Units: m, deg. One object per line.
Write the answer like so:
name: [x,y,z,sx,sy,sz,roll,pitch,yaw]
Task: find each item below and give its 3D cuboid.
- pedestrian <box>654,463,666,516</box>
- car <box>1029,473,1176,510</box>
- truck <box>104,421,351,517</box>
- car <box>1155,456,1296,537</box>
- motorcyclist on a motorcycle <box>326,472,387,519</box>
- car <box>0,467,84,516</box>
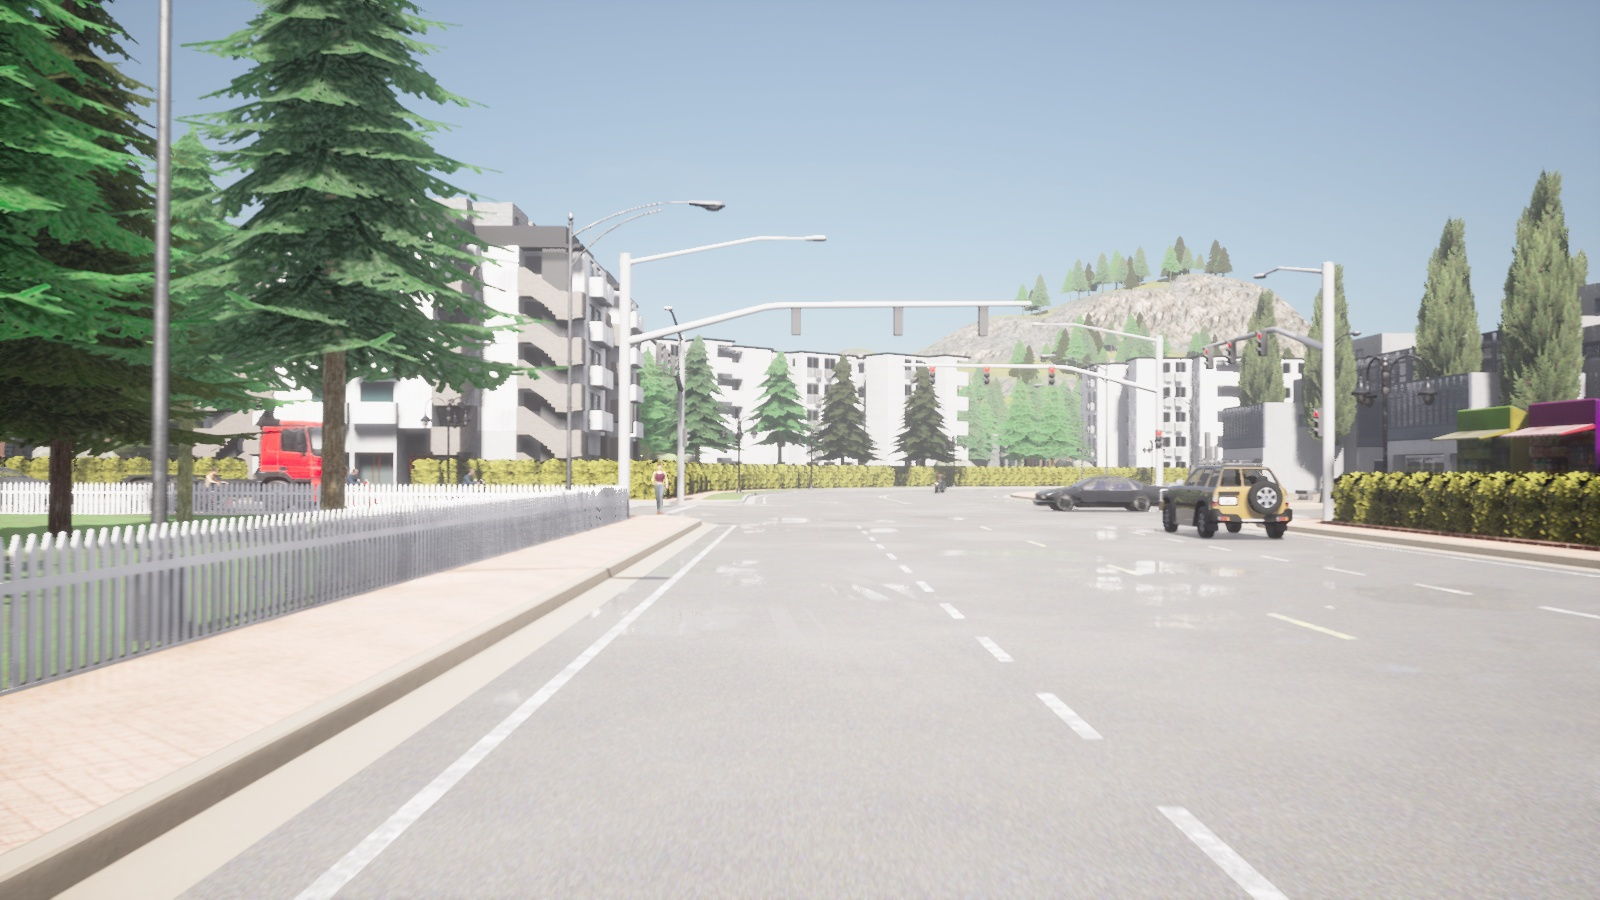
pedestrian: [-4.864,1.364,43.718,0.345,1.836,0.594,0,-1,1]
car: [11.909,1.647,49.741,5.357,1.411,2.033,0,-1,1]
truck: [-21.278,0.705,47.010,7.936,3.462,2.891,0,-1,1]
car: [10.419,1.111,31.124,1.932,1.855,4.605,0,-1,0]
motorcyclist on a motorcycle: [-15.307,1.555,43.358,1.817,1.590,0.866,0,-1,1]
car: [-28.012,1.436,43.649,5.027,1.651,2.152,0,-1,1]
